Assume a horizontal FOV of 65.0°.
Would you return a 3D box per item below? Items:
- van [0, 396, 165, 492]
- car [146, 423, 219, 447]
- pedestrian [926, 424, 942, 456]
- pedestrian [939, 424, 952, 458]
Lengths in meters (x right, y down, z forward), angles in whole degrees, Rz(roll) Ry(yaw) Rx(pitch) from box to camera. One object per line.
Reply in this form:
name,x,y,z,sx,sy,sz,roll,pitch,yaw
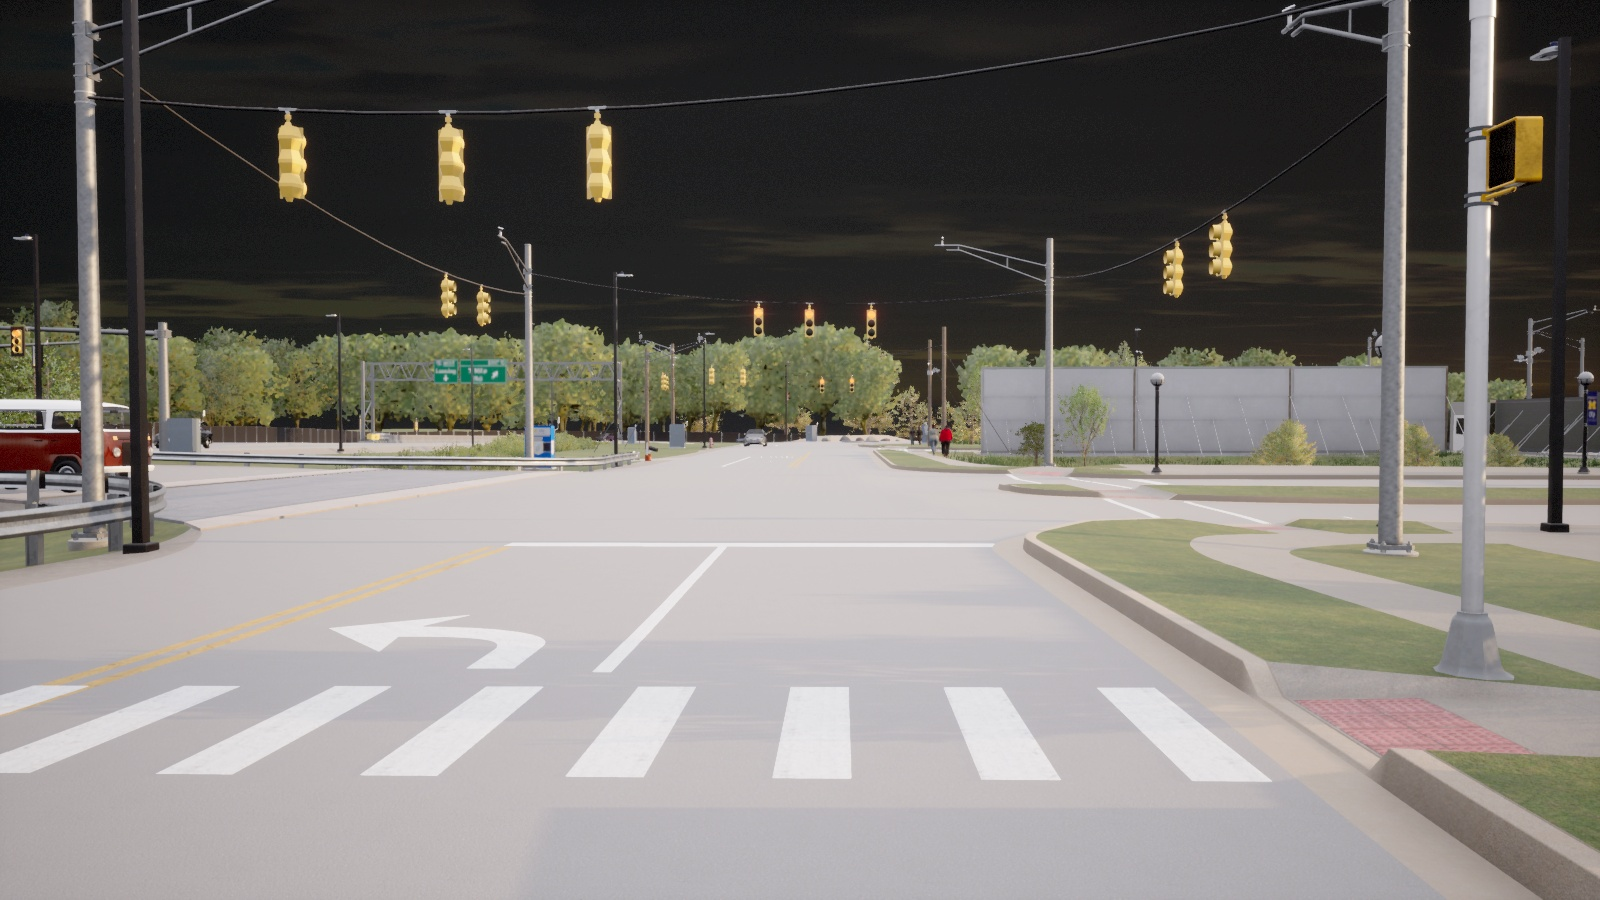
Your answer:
van,-16.840,-0.137,27.854,4.480,2.038,2.069,0,1,5
car,-39.440,-0.941,80.375,2.128,1.511,4.902,0,1,2
pedestrian,7.857,-0.585,73.767,0.874,1.855,0.900,0,2,2
pedestrian,7.903,-0.489,68.216,0.634,1.844,0.899,0,2,2
